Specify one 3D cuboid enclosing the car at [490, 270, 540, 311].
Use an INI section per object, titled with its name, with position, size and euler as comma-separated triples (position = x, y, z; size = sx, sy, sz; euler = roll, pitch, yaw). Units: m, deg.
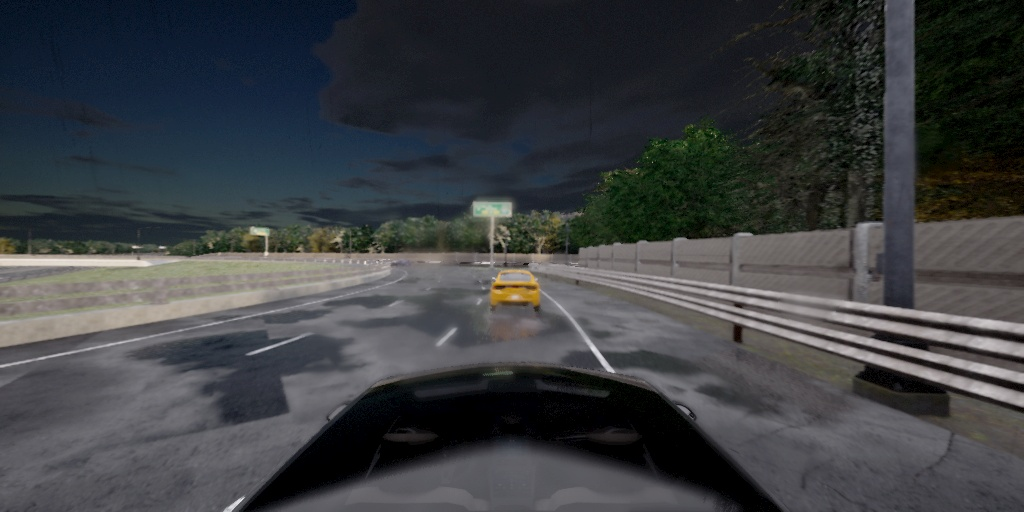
[car]
position = 0.123, 1.337, 15.307
size = 1.882, 1.535, 5.008
euler = 1, 0, 0
